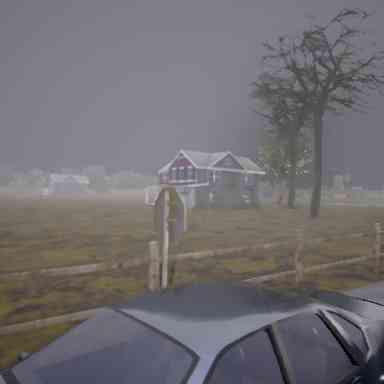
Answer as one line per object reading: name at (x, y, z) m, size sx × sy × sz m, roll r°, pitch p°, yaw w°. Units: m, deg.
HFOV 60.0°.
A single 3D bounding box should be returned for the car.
car at (0.044, 1.568, 2.636) m, size 5.357 × 1.411 × 2.033 m, roll 1°, pitch -1°, yaw -41°
